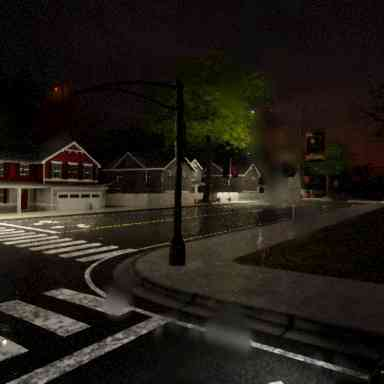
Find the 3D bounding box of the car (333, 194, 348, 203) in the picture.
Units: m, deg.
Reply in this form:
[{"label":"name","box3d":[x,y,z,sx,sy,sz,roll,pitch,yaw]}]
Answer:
[{"label":"car","box3d":[27.979,1.206,62.742,2.128,1.511,4.902,1,0,36]}]

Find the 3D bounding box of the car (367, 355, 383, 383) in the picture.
[{"label":"car","box3d":[3.346,1.506,1.295,4.892,1.490,1.837,0,0,35]}]
